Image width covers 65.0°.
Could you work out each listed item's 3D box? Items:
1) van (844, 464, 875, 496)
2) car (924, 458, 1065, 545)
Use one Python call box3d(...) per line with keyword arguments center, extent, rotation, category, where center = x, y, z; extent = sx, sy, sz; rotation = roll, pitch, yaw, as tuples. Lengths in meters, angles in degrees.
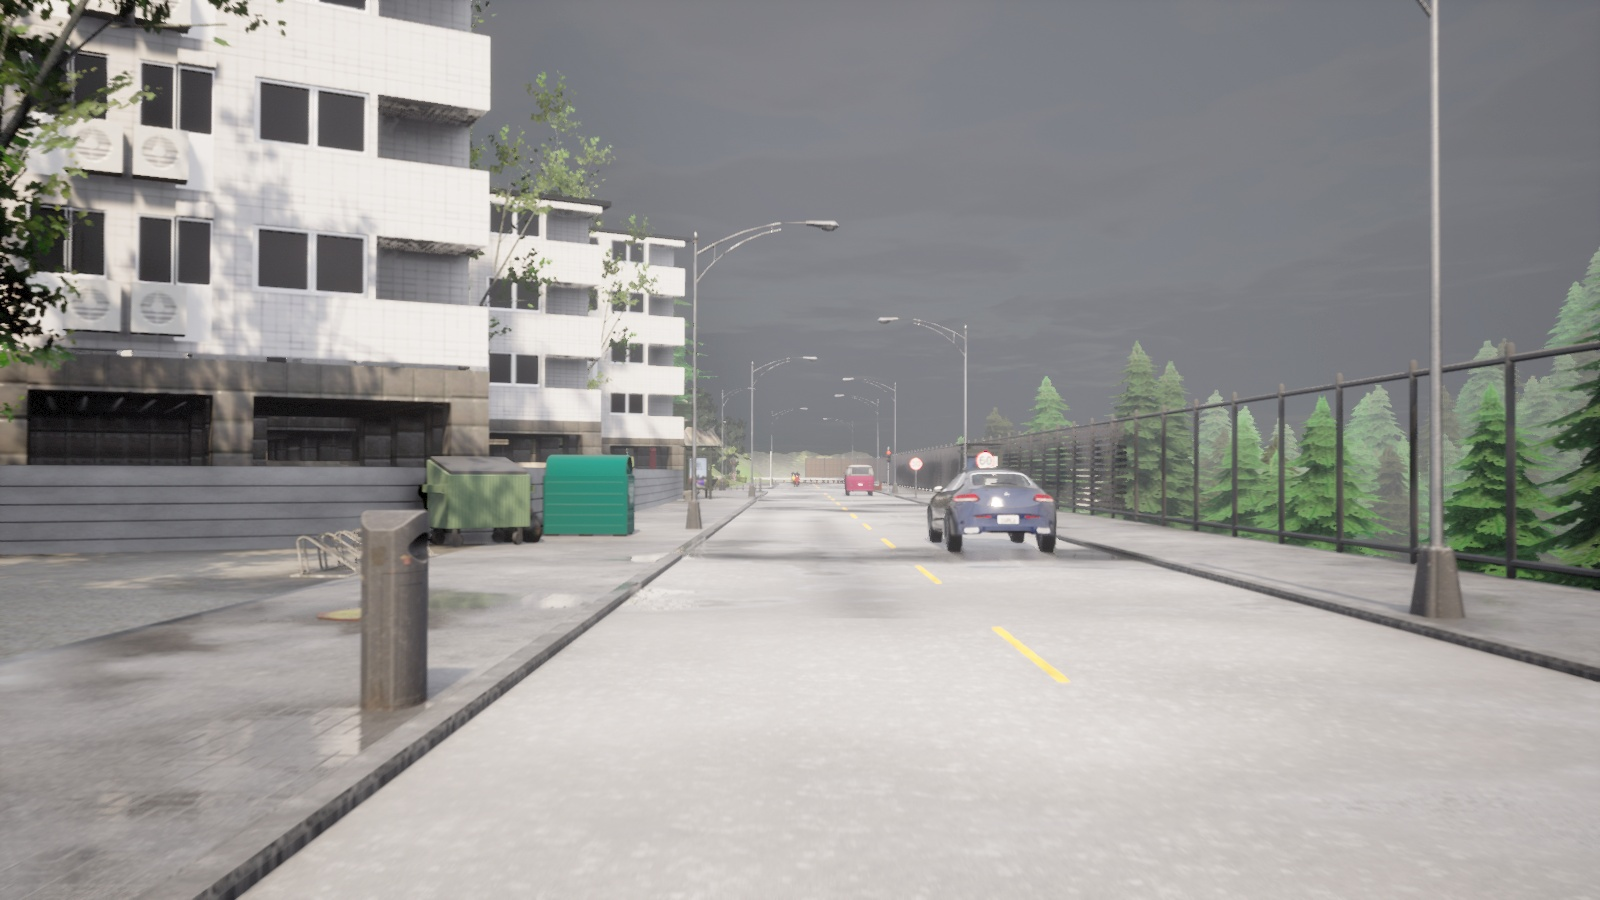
box3d(center=(3.789, 1.903, 80.667), extent=(1.775, 1.987, 4.442), rotation=(0, -1, 0), category="van")
box3d(center=(3.930, 1.018, 26.331), extent=(2.152, 1.651, 5.027), rotation=(0, -1, 0), category="car")
